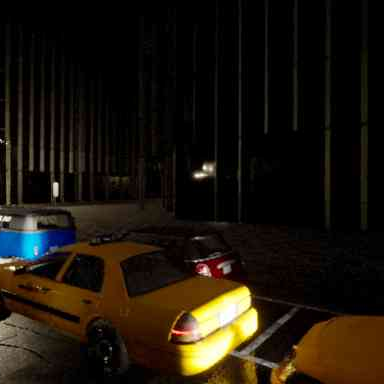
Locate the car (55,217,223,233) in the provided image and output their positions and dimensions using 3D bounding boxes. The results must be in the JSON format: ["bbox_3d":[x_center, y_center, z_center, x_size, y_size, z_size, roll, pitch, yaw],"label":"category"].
[{"bbox_3d":[-0.926,1.464,7.314,4.097,1.590,1.967,0,0,36],"label":"car"}]

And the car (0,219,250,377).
[{"bbox_3d":[-1.648,1.473,5.539,5.366,1.575,1.801,0,0,36],"label":"car"}]

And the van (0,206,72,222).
[{"bbox_3d":[-5.417,1.372,10.531,3.998,1.788,1.690,0,0,36],"label":"van"}]

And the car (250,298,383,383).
[{"bbox_3d":[3.229,1.465,2.045,5.366,1.575,1.801,0,0,36],"label":"car"}]
